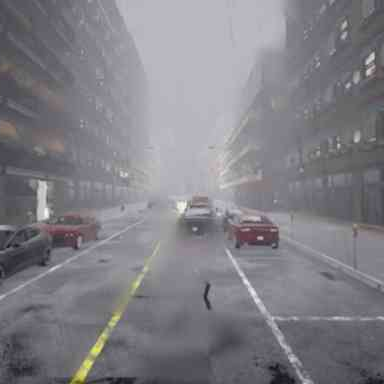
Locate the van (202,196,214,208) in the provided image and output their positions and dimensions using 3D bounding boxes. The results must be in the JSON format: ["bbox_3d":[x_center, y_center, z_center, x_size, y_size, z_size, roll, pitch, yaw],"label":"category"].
[{"bbox_3d":[2.592,1.567,54.449,1.690,1.788,3.998,1,0,0],"label":"van"}]

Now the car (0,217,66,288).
[{"bbox_3d":[-5.304,1.604,9.053,1.947,1.339,4.313,1,0,0],"label":"car"}]

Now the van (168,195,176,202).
[{"bbox_3d":[-5.278,1.708,88.446,1.690,1.788,3.998,1,0,0],"label":"van"}]

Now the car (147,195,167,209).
[{"bbox_3d":[-5.289,1.517,48.750,2.192,1.841,5.009,1,0,0],"label":"car"}]

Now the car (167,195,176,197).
[{"bbox_3d":[-5.281,1.635,77.104,2.192,1.841,5.009,1,0,0],"label":"car"}]

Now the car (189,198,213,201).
[{"bbox_3d":[0.832,1.571,27.782,1.801,1.575,5.366,0,0,0],"label":"car"}]

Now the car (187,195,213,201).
[{"bbox_3d":[0.834,1.364,33.624,2.150,2.045,5.566,0,0,0],"label":"car"}]

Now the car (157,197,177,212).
[{"bbox_3d":[-2.835,1.724,42.505,2.033,1.411,5.357,0,0,0],"label":"car"}]

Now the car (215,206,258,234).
[{"bbox_3d":[2.580,1.636,20.422,2.008,1.369,4.403,1,0,0],"label":"car"}]

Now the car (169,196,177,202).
[{"bbox_3d":[-5.279,1.942,94.115,2.008,1.369,4.403,1,0,0],"label":"car"}]

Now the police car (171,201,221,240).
[{"bbox_3d":[0.441,1.499,17.848,1.930,1.638,5.238,0,0,7],"label":"police car"}]

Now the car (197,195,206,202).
[{"bbox_3d":[2.602,1.682,88.473,2.192,1.841,5.009,1,0,0],"label":"car"}]

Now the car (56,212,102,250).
[{"bbox_3d":[-5.302,1.607,14.724,1.887,1.381,4.507,1,0,0],"label":"car"}]

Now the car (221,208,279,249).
[{"bbox_3d":[2.578,1.606,14.752,1.887,1.381,4.507,1,0,0],"label":"car"}]
